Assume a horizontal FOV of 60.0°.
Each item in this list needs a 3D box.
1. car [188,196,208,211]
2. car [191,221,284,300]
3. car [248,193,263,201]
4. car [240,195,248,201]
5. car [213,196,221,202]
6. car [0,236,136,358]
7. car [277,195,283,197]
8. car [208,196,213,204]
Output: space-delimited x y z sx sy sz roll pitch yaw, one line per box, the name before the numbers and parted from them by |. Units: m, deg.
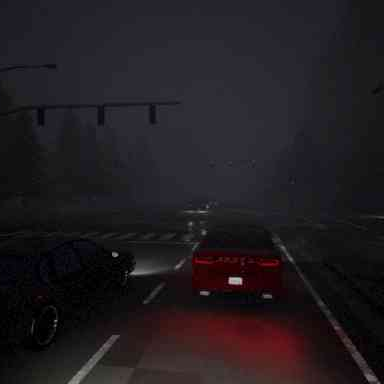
car | 0.539 1.535 41.705 1.812 1.442 4.674 0 0 -4
car | 1.196 1.478 8.539 1.882 1.535 5.008 0 0 9
car | 16.696 1.225 81.748 2.150 2.045 5.566 0 0 39
car | 13.869 1.477 83.823 1.882 1.535 5.008 0 0 39
car | 5.152 1.552 74.502 1.994 1.385 4.181 0 0 18
car | -2.729 1.547 6.226 2.033 1.411 5.357 0 0 10
car | 25.296 1.477 90.112 5.008 1.535 1.882 0 0 -34
car | 2.180 1.525 60.193 1.812 1.442 4.674 0 0 9
